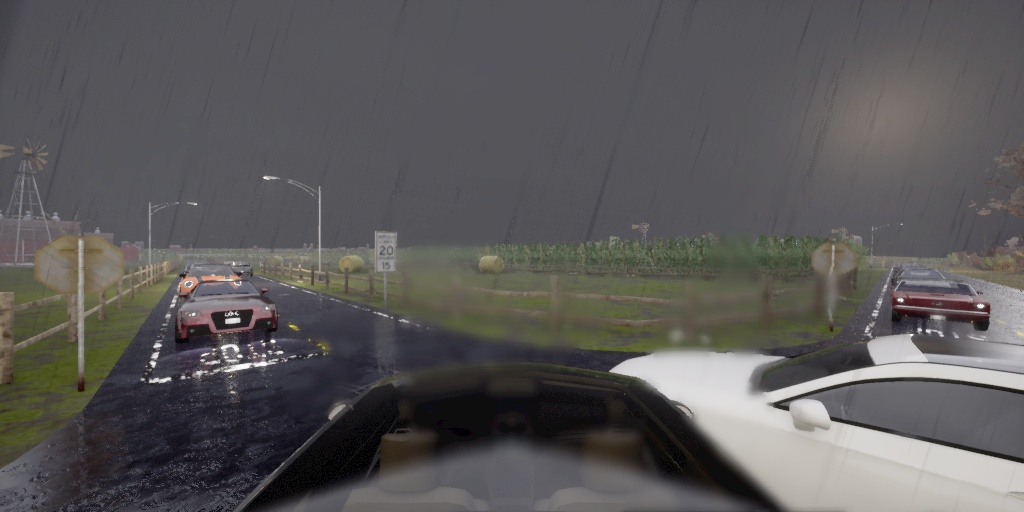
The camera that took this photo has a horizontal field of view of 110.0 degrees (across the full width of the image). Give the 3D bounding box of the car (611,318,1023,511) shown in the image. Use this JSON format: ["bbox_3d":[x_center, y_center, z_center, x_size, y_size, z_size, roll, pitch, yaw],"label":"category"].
[{"bbox_3d":[2.833,1.294,2.405,1.812,1.442,4.674,0,1,-44],"label":"car"}]

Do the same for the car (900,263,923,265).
[{"bbox_3d":[27.290,1.403,24.346,4.181,1.385,1.994,0,1,-43],"label":"car"}]

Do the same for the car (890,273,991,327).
[{"bbox_3d":[13.490,1.399,11.494,4.718,1.301,1.895,0,1,-43],"label":"car"}]

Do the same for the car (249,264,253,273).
[{"bbox_3d":[-27.070,1.284,35.631,2.128,1.511,4.902,0,0,-42],"label":"car"}]

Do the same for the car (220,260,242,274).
[{"bbox_3d":[-33.809,1.306,43.072,1.837,1.490,4.892,0,0,-42],"label":"car"}]

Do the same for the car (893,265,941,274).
[{"bbox_3d":[20.551,1.365,18.075,5.357,1.411,2.033,0,1,-43],"label":"car"}]

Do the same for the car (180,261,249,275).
[{"bbox_3d":[-13.757,1.141,16.435,2.097,1.767,4.553,0,0,-42],"label":"car"}]

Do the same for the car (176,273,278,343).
[{"bbox_3d":[-7.965,1.355,9.966,1.994,1.385,4.181,0,0,-43],"label":"car"}]
